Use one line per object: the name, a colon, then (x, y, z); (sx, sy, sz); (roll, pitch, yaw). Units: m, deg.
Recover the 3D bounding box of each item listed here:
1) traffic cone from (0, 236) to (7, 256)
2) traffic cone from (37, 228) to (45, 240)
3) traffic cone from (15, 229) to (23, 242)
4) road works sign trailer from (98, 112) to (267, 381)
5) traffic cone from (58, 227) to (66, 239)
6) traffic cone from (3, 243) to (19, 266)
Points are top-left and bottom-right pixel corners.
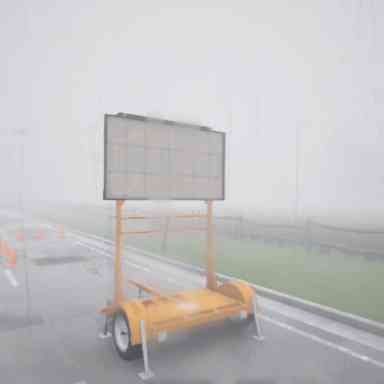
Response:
traffic cone: (-6.932, 2.059, 12.348); (0.340, 0.580, 0.340); (1, -1, -35)
traffic cone: (-7.607, 2.113, 16.769); (0.340, 0.580, 0.340); (1, -1, -35)
traffic cone: (-8.423, 2.096, 16.192); (0.340, 0.580, 0.340); (1, -1, -35)
road works sign trailer: (-0.509, 0.547, 5.876); (2.380, 3.560, 2.880); (1, -1, -35)
traffic cone: (-6.790, 2.130, 17.346); (0.340, 0.580, 0.340); (1, -1, -35)
traffic cone: (-5.778, 2.048, 10.715); (0.340, 0.580, 0.340); (1, -1, -35)
